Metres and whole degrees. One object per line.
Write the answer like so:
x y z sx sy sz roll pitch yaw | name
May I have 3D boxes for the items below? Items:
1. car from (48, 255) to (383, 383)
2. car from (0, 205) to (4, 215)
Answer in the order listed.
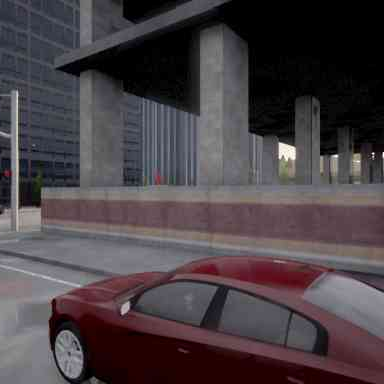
0.405 1.478 3.700 5.008 1.535 1.882 0 0 35 | car
-18.346 1.547 27.682 2.128 1.511 4.902 0 0 36 | car
